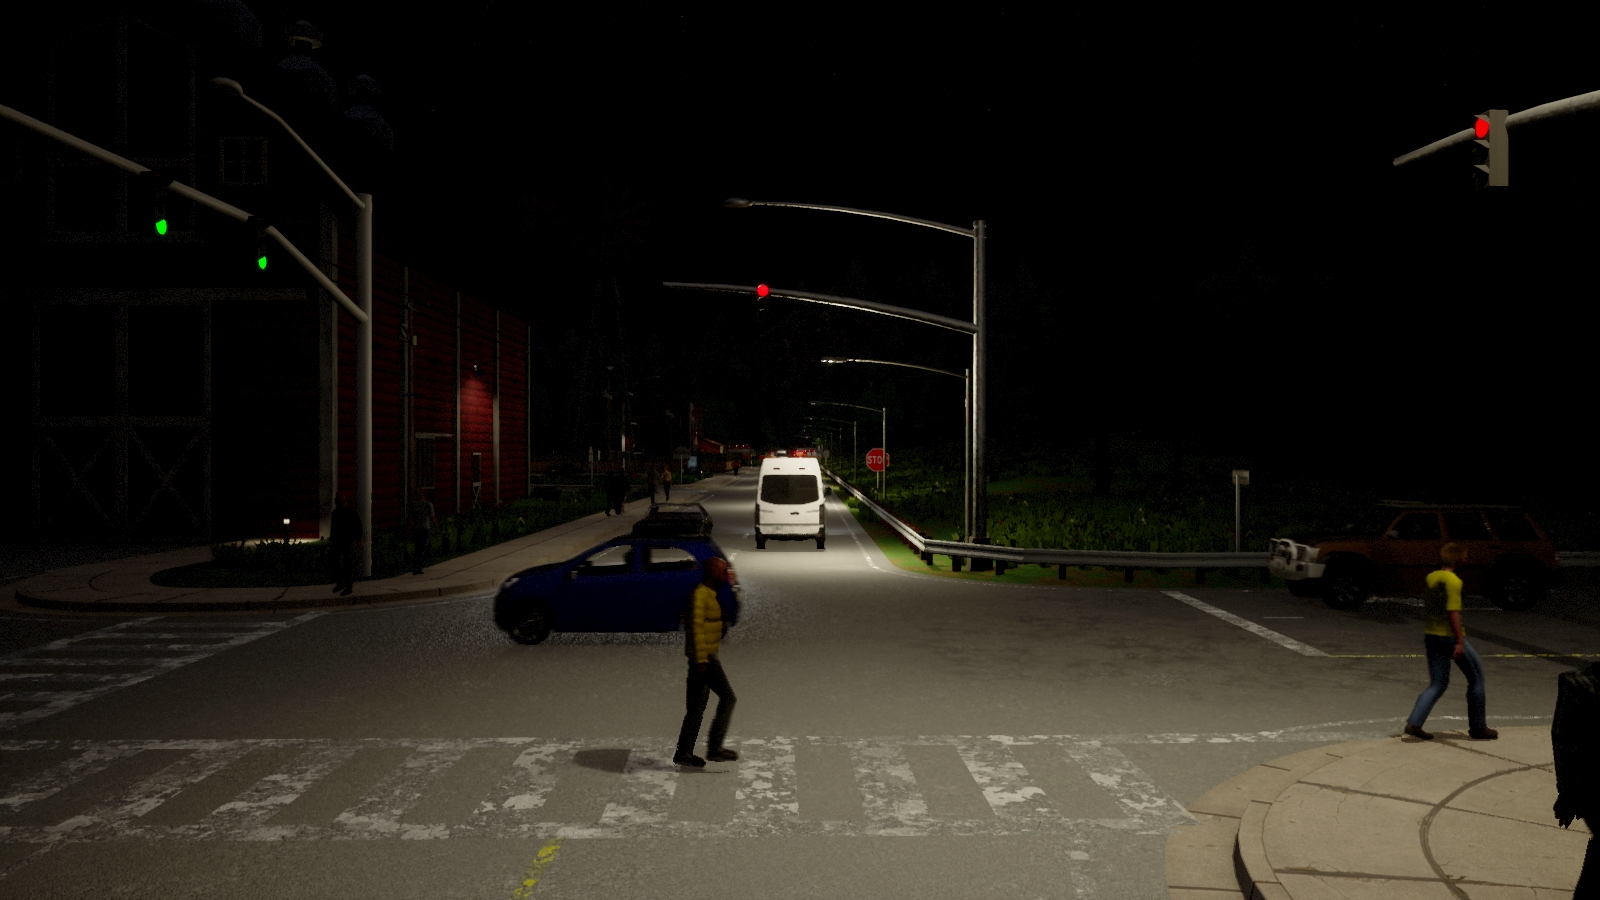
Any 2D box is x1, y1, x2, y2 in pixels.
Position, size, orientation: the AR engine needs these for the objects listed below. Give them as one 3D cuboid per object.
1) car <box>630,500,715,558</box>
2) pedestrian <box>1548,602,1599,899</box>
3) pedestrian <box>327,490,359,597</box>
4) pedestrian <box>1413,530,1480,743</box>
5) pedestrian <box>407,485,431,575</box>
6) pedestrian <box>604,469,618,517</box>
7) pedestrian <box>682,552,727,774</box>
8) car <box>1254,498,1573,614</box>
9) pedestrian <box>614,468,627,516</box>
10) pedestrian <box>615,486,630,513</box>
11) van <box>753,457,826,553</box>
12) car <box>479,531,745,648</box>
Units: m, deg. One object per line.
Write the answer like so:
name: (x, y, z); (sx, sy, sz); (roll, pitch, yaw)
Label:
car: (-3.455, 2.136, 31.771); (1.895, 1.301, 4.718); (0, 0, 0)
pedestrian: (3.924, 1.691, 5.505); (0.375, 1.860, 0.375); (0, 0, -9)
pedestrian: (-8.142, 1.659, 20.368); (0.375, 1.860, 0.375); (0, 0, 16)
pedestrian: (5.828, 1.665, 10.312); (0.375, 1.860, 0.375); (0, 0, -6)
pedestrian: (-8.000, 1.680, 23.996); (0.375, 1.860, 0.375); (0, 0, 0)
pedestrian: (-7.393, 1.670, 44.716); (0.375, 1.860, 0.375); (0, 0, 24)
pedestrian: (-0.825, 1.830, 9.914); (0.375, 1.860, 0.375); (0, 0, -2)
car: (10.758, 1.825, 20.323); (4.605, 1.855, 1.932); (0, 0, 3)
pedestrian: (-7.142, 1.667, 45.508); (0.375, 1.860, 0.375); (0, 0, 19)
pedestrian: (-7.310, 2.048, 47.045); (0.500, 1.100, 0.500); (0, 0, 4)
van: (-0.220, 1.514, 34.100); (1.988, 2.561, 5.915); (0, 0, 1)
car: (-2.668, 2.014, 16.890); (3.633, 1.501, 1.845); (0, 0, -1)
